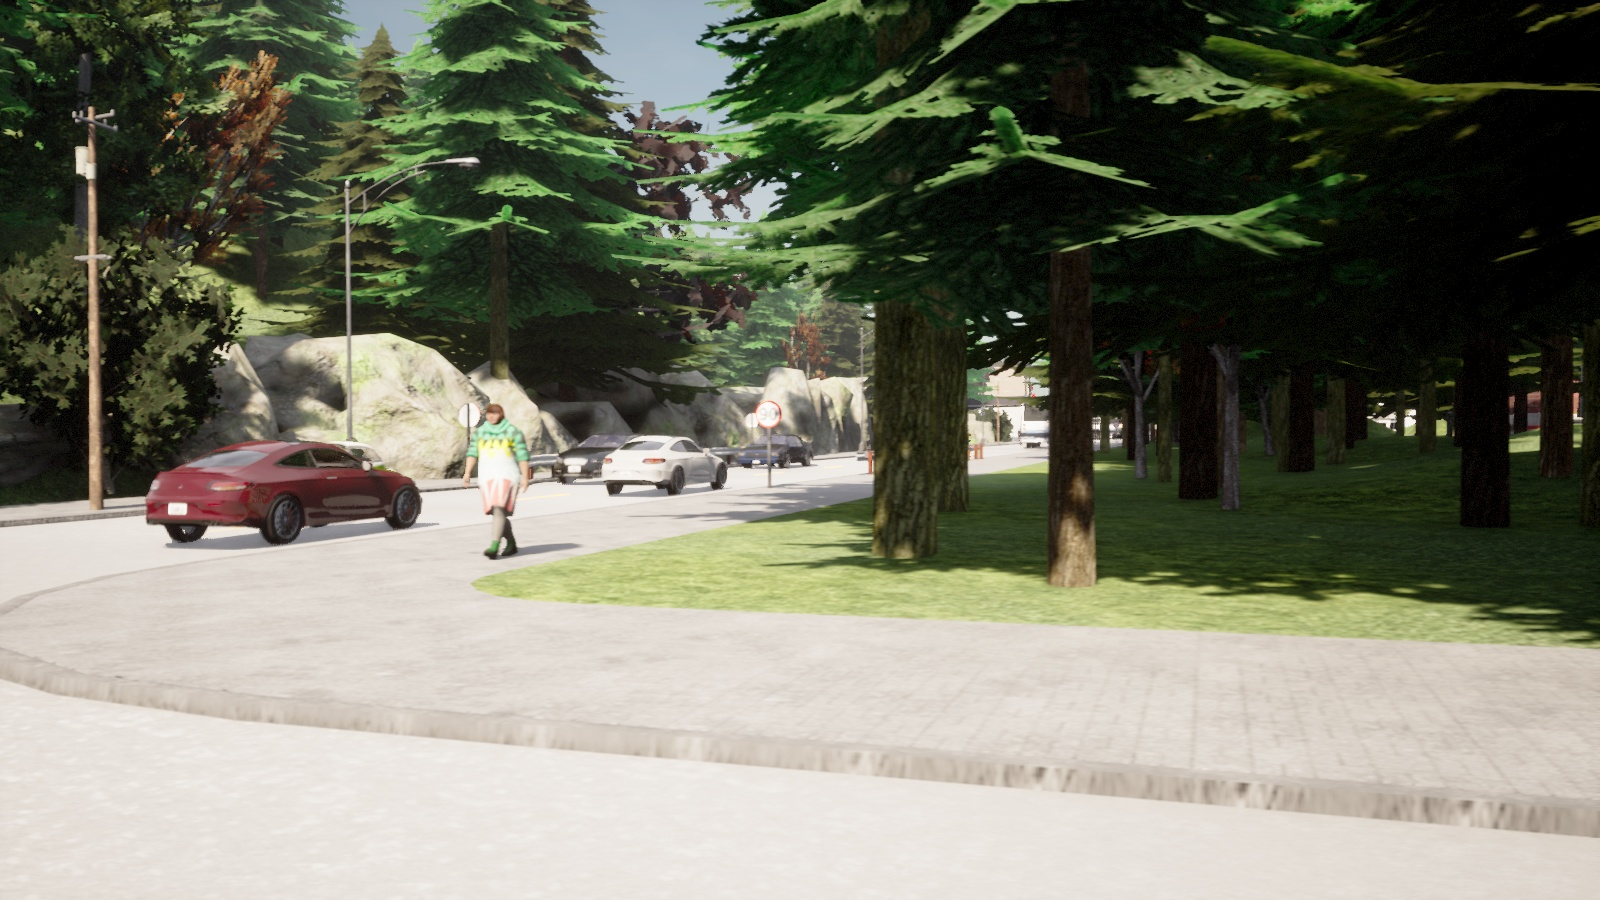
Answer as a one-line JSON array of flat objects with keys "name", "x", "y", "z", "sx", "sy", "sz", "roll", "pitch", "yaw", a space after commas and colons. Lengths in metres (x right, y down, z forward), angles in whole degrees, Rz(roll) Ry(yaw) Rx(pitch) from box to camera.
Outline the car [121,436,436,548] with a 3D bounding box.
[{"name": "car", "x": -7.600, "y": 0.521, "z": 18.901, "sx": 1.812, "sy": 1.442, "sz": 4.674, "roll": 0, "pitch": 1, "yaw": 17}]

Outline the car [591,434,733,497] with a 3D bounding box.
[{"name": "car", "x": -3.392, "y": 0.330, "z": 31.808, "sx": 1.812, "sy": 1.442, "sz": 4.674, "roll": 1, "pitch": 1, "yaw": 18}]

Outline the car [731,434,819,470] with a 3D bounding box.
[{"name": "car", "x": -0.948, "y": 0.032, "z": 52.377, "sx": 2.033, "sy": 1.411, "sz": 5.357, "roll": 1, "pitch": 1, "yaw": 18}]

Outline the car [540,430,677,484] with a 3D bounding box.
[{"name": "car", "x": -5.658, "y": 0.156, "z": 37.801, "sx": 2.128, "sy": 1.511, "sz": 4.902, "roll": 1, "pitch": 1, "yaw": 18}]

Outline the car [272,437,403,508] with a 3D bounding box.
[{"name": "car", "x": -9.501, "y": 0.431, "z": 25.910, "sx": 1.481, "sy": 1.376, "sz": 2.207, "roll": 1, "pitch": 1, "yaw": 18}]

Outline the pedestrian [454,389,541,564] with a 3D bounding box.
[{"name": "pedestrian", "x": -3.499, "y": 0.290, "z": 14.573, "sx": 0.659, "sy": 1.952, "sz": 0.873, "roll": 0, "pitch": 1, "yaw": 14}]
